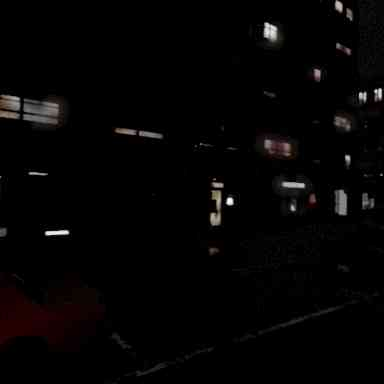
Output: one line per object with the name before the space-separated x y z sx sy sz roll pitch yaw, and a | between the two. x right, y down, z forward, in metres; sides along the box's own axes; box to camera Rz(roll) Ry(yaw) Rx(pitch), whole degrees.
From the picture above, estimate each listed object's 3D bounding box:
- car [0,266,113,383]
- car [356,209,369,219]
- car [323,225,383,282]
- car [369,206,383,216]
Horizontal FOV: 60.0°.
car | -3.351 1.515 3.674 4.829 1.417 1.752 1 0 -35
car | 15.844 2.004 35.029 1.967 1.590 4.097 1 -1 -36
car | 5.853 1.719 10.226 4.313 1.339 1.947 1 0 -36
car | 22.441 2.325 39.789 2.008 1.369 4.403 1 -1 -36
